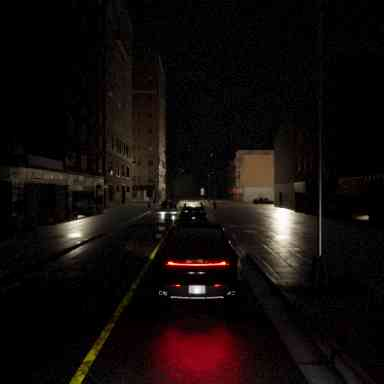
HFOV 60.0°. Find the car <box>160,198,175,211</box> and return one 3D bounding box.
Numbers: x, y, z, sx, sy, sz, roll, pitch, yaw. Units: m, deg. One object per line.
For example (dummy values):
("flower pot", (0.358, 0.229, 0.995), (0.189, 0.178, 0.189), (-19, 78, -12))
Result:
("car", (-2.747, 1.470, 40.356), (1.994, 1.385, 4.181), (0, 0, 0))

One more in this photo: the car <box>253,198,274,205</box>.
("car", (13.224, 1.694, 60.627), (4.313, 1.339, 1.947), (0, -1, 0))

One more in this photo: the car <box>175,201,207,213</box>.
("car", (0.101, 1.492, 24.184), (2.128, 1.511, 4.902), (0, 0, 0))

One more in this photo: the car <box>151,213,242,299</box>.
("car", (0.102, 1.505, 8.404), (1.837, 1.490, 4.892), (0, 0, 0))
